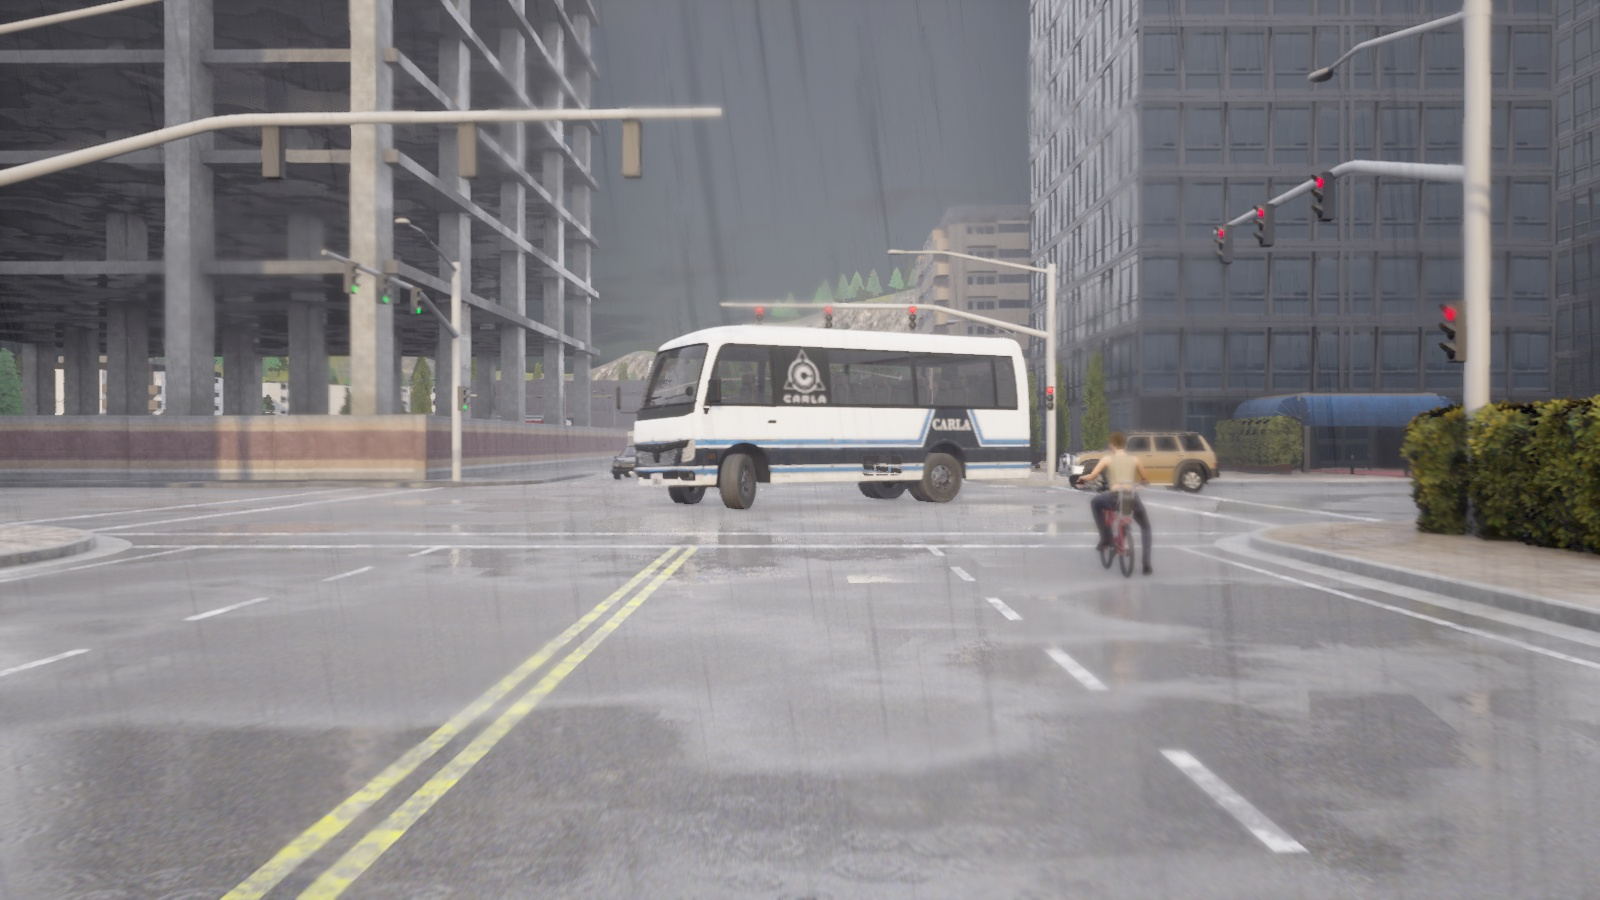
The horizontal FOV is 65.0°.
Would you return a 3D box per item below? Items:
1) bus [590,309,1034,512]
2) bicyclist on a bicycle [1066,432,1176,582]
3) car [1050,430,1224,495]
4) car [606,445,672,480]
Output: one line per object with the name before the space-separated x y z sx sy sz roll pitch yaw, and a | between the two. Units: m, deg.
bus | 0.467 -0.802 30.653 10.273 4.253 3.944 0 -1 -32
bicyclist on a bicycle | 3.592 0.606 14.192 0.866 1.612 1.509 0 0 1
car | 9.899 0.362 37.146 4.605 1.855 1.932 0 0 0
car | -6.683 0.492 52.702 2.033 1.411 5.357 0 0 0
